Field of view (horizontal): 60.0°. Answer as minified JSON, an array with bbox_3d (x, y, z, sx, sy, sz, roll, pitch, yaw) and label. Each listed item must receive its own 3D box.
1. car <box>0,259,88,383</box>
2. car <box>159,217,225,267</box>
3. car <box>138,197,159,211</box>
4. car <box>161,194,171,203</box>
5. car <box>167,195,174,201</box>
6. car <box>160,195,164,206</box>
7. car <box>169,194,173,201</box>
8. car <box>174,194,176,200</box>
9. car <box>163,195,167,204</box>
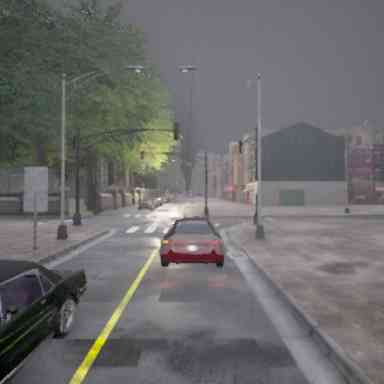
[{"bbox_3d":[-2.829,1.597,3.814,1.895,1.301,4.718,0,0,0],"label":"car"},{"bbox_3d":[0.024,1.552,11.406,1.994,1.385,4.181,0,0,1],"label":"car"},{"bbox_3d":[-5.501,1.525,40.489,2.008,1.369,4.403,1,0,0],"label":"car"},{"bbox_3d":[-5.658,1.574,63.975,1.802,1.307,4.206,1,0,0],"label":"car"},{"bbox_3d":[-5.869,1.596,91.056,1.752,1.417,4.829,1,0,0],"label":"car"},{"bbox_3d":[-5.529,1.527,47.625,2.008,1.369,4.403,1,0,0],"label":"car"},{"bbox_3d":[-5.695,1.318,69.425,2.192,1.841,5.009,1,0,0],"label":"car"},{"bbox_3d":[-5.826,1.490,85.775,1.967,1.590,4.097,1,0,0],"label":"car"},{"bbox_3d":[-5.572,1.545,53.075,1.947,1.339,4.313,1,0,0],"label":"car"}]
